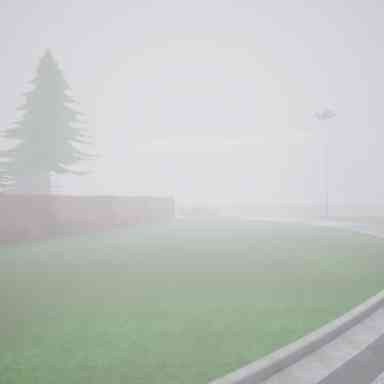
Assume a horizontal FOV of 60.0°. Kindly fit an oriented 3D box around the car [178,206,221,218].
[{"bbox_3d":[0.956,2.534,42.525,5.357,1.411,2.033,-1,-1,25],"label":"car"}]
